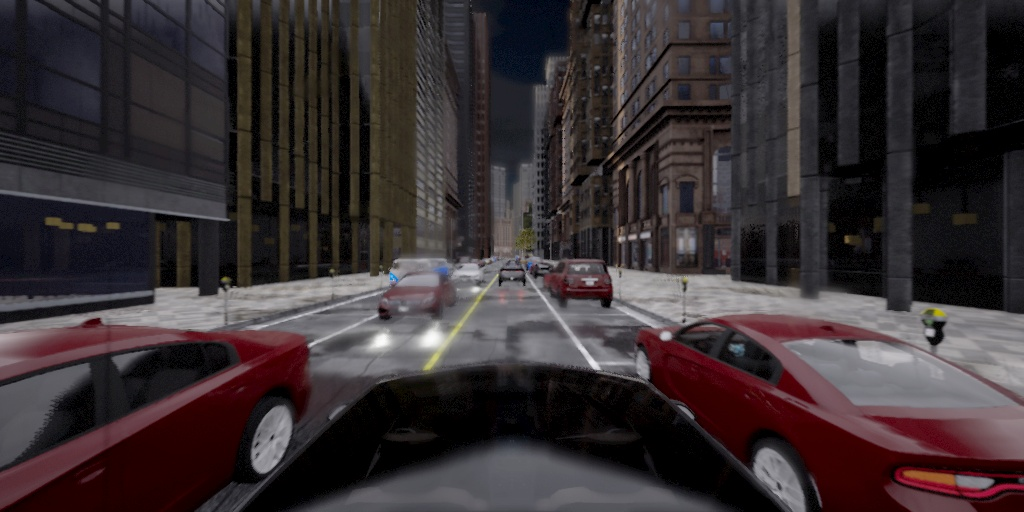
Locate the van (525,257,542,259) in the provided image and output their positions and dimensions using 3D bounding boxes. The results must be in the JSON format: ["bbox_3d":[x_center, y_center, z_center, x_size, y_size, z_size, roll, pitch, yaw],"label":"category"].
[{"bbox_3d":[2.768,1.045,43.214,1.690,1.789,3.998,0,0,0],"label":"van"}]

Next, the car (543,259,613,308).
[{"bbox_3d":[2.765,1.048,15.123,2.192,1.841,5.009,0,0,0],"label":"car"}]

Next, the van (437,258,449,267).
[{"bbox_3d":[-5.759,1.062,26.343,1.690,1.789,3.998,0,0,0],"label":"van"}]

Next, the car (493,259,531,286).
[{"bbox_3d":[0.030,1.215,25.088,2.128,1.511,4.902,0,0,1],"label":"car"}]

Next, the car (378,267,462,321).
[{"bbox_3d":[-3.087,1.262,12.571,1.812,1.442,4.674,0,0,0],"label":"car"}]

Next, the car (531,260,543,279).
[{"bbox_3d":[2.767,1.281,31.977,1.948,1.339,4.313,0,0,0],"label":"car"}]

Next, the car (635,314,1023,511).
[{"bbox_3d":[2.763,1.292,3.886,1.888,1.381,4.507,0,0,0],"label":"car"}]

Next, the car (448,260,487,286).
[{"bbox_3d":[-2.997,1.248,25.237,1.812,1.442,4.674,0,0,0],"label":"car"}]

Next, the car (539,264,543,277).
[{"bbox_3d":[2.765,1.309,20.741,1.802,1.307,4.207,0,0,0],"label":"car"}]

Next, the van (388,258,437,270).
[{"bbox_3d":[-5.760,1.068,20.724,1.690,1.789,3.998,0,0,0],"label":"van"}]

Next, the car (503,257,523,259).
[{"bbox_3d":[0.096,1.226,46.202,1.812,1.442,4.674,0,0,0],"label":"car"}]

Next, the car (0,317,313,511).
[{"bbox_3d":[-3.096,1.228,1.819,1.882,1.535,5.008,0,0,0],"label":"car"}]

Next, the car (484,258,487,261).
[{"bbox_3d":[-5.754,1.234,60.056,1.888,1.381,4.507,0,0,0],"label":"car"}]

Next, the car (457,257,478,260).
[{"bbox_3d":[-5.757,1.019,43.200,2.192,1.841,5.009,0,0,0],"label":"car"}]
